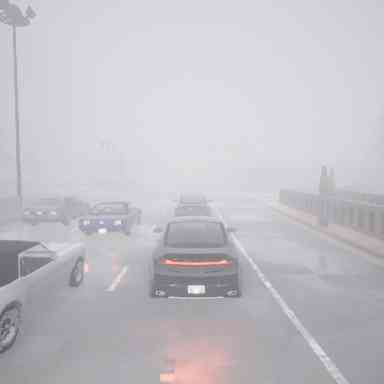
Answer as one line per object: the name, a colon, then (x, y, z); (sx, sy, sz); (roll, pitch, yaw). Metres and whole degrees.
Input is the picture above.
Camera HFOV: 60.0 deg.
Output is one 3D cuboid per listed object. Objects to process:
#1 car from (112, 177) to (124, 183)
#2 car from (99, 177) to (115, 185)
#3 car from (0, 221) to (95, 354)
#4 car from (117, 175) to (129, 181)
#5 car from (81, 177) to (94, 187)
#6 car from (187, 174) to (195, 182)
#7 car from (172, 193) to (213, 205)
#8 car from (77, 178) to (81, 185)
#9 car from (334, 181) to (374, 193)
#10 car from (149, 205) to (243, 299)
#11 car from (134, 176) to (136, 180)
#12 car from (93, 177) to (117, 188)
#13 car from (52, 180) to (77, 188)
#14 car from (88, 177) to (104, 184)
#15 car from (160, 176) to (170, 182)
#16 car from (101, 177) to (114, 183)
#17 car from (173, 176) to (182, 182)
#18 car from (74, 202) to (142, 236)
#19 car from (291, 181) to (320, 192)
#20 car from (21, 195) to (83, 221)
car: (-17.856, -2.906, 80.281); (1.994, 1.385, 4.181); (0, 3, 0)
car: (-17.810, -2.327, 70.258); (2.128, 1.511, 4.902); (0, 3, 0)
car: (-3.421, 1.506, 5.915); (1.895, 1.301, 4.718); (0, 2, 0)
car: (-14.301, -2.479, 67.748); (2.150, 2.045, 5.566); (0, 3, 0)
car: (-17.824, -1.769, 60.477); (2.128, 1.511, 4.902); (0, 3, 0)
car: (-0.400, -3.503, 89.674); (2.128, 1.511, 4.902); (0, 3, 0)
car: (0.036, 0.838, 17.511); (1.837, 1.490, 4.892); (0, 3, -1)
car: (-21.302, -1.946, 63.968); (1.812, 1.442, 4.674); (0, 3, 0)
car: (18.468, -0.473, 38.770); (5.008, 1.535, 1.882); (0, 3, 2)
car: (0.071, 1.338, 8.132); (1.837, 1.490, 4.892); (0, 2, 0)
car: (-14.394, -3.449, 88.357); (1.837, 1.490, 4.892); (0, 3, 0)
car: (-14.289, -1.463, 55.184); (1.882, 1.535, 5.008); (0, 3, -1)
car: (-21.321, -1.331, 55.043); (1.895, 1.301, 4.718); (0, 3, 0)
car: (-21.329, -2.571, 74.295); (2.128, 1.511, 4.902); (0, 3, 0)
car: (-7.394, -3.428, 88.377); (1.812, 1.442, 4.674); (0, 3, 0)
car: (-21.377, -3.186, 84.673); (2.033, 1.411, 5.357); (0, 3, 0)
car: (-3.894, -3.430, 88.393); (1.812, 1.442, 4.674); (0, 3, 0)
car: (-3.455, 1.079, 15.041); (1.895, 1.301, 4.718); (0, 3, 0)
car: (15.025, -0.643, 42.380); (4.674, 1.442, 1.812); (0, 3, 2)
car: (-6.967, 0.868, 17.674); (2.033, 1.411, 5.357); (0, 3, 0)
